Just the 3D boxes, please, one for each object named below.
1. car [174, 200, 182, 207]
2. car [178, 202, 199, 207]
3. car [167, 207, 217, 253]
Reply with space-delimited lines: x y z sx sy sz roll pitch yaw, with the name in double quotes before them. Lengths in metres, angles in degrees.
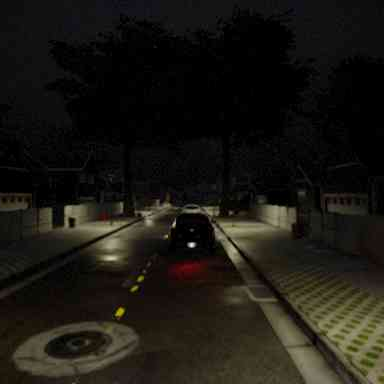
"car" -2.792 2.503 71.761 2.033 1.411 5.357 0 -1 0
"car" -0.011 1.824 29.379 1.812 1.442 4.674 0 -1 0
"car" -0.003 1.643 14.305 1.837 1.490 4.892 0 0 0
